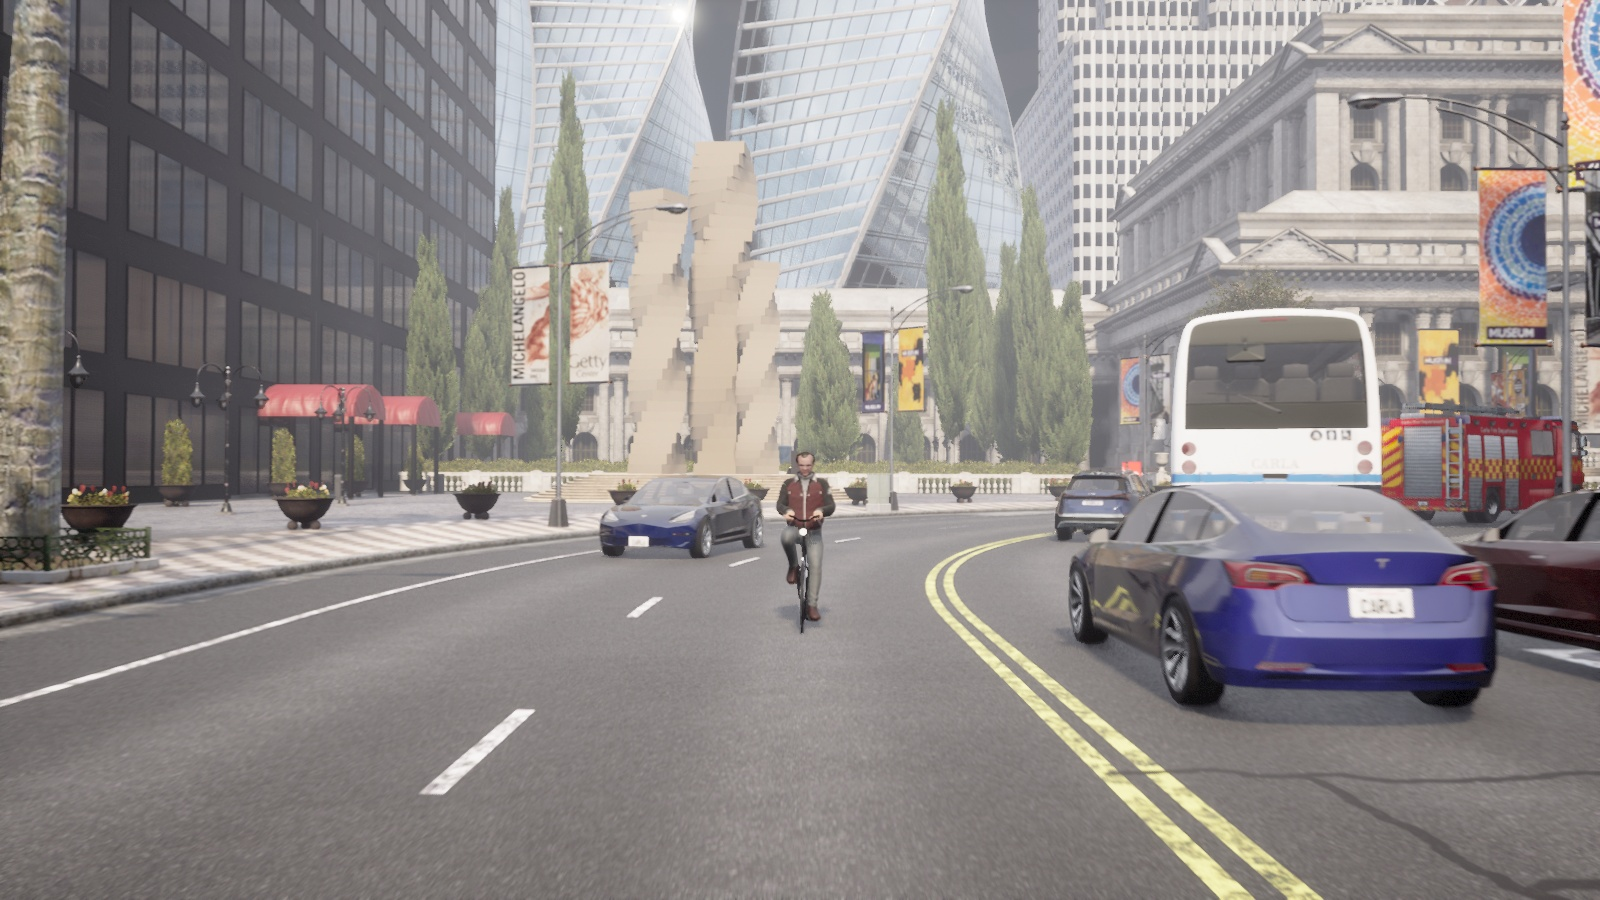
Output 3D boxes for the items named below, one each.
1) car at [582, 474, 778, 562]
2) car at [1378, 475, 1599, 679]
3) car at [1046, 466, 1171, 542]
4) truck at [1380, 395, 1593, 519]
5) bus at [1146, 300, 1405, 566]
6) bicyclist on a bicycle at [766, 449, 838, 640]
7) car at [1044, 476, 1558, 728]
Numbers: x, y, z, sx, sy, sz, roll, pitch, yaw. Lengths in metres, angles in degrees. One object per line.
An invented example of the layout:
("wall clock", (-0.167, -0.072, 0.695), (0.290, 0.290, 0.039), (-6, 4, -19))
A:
("car", (-2.148, 1.227, 24.099), (2.163, 1.488, 4.792), (-1, -1, 16))
("car", (6.985, 0.961, 10.412), (2.163, 1.488, 4.792), (0, -1, 0))
("car", (7.463, 1.218, 30.025), (2.033, 1.649, 4.856), (-1, -1, 24))
("truck", (23.287, 0.267, 42.400), (8.468, 3.827, 2.891), (0, -1, -36))
("bus", (9.254, -0.170, 25.603), (3.944, 4.253, 10.273), (-1, -1, 17))
("bicyclist on a bicycle", (0.045, 0.896, 12.611), (0.659, 1.776, 1.843), (0, -1, 2))
("car", (3.483, 0.968, 9.974), (2.163, 1.488, 4.792), (0, -1, 0))
